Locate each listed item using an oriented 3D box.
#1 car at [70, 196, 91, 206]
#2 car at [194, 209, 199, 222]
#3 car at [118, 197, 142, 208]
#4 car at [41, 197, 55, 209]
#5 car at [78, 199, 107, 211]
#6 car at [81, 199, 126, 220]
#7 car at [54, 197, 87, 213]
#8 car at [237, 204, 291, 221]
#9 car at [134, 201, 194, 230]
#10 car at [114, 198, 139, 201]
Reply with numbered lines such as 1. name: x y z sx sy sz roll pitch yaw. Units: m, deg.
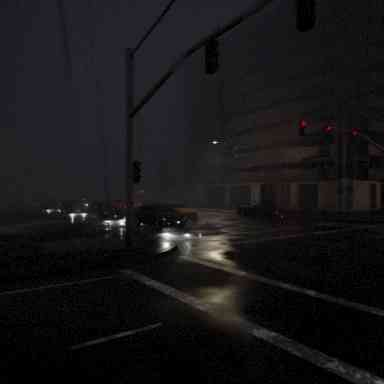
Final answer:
1. car: -19.845 1.547 58.985 2.128 1.511 4.902 0 0 -35
2. car: -1.443 1.533 26.679 1.882 1.535 5.008 0 0 -35
3. car: -9.427 1.581 50.359 1.812 1.442 4.674 0 0 -35
4. car: -19.750 1.533 46.503 1.882 1.535 5.008 0 0 -35
5. car: -12.893 1.603 42.826 2.033 1.411 5.357 0 0 -35
6. car: -7.853 1.603 29.662 2.033 1.411 5.357 0 0 -35
7. car: -13.707 1.603 37.926 2.033 1.411 5.357 0 0 -35
8. car: 5.964 1.656 28.271 1.895 1.301 4.718 0 0 -33
9. car: -2.215 1.560 21.721 1.837 1.490 4.892 0 0 -35
10. car: -6.813 1.407 34.245 2.097 1.767 4.553 0 0 -35
